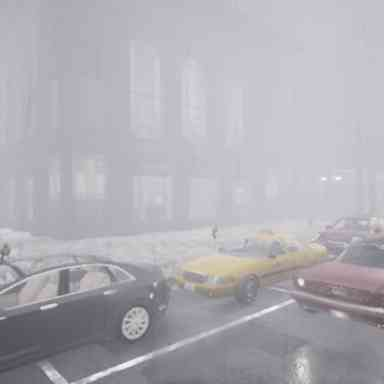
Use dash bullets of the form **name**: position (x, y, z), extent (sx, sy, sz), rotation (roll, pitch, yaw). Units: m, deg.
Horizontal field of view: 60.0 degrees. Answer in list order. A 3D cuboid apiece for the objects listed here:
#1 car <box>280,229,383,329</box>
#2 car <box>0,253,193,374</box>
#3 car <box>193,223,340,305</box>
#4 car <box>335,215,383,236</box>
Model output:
- **car**: position (4.044, 1.697, 6.882), extent (4.718, 1.301, 1.895), rotation (0, -1, -41)
- **car**: position (-2.339, 1.678, 4.938), extent (4.403, 1.369, 2.008), rotation (0, -1, -41)
- **car**: position (1.762, 1.678, 8.551), extent (4.829, 1.417, 1.752), rotation (0, -1, -41)
- **car**: position (6.119, 1.620, 12.391), extent (4.097, 1.590, 1.967), rotation (0, -1, -41)
